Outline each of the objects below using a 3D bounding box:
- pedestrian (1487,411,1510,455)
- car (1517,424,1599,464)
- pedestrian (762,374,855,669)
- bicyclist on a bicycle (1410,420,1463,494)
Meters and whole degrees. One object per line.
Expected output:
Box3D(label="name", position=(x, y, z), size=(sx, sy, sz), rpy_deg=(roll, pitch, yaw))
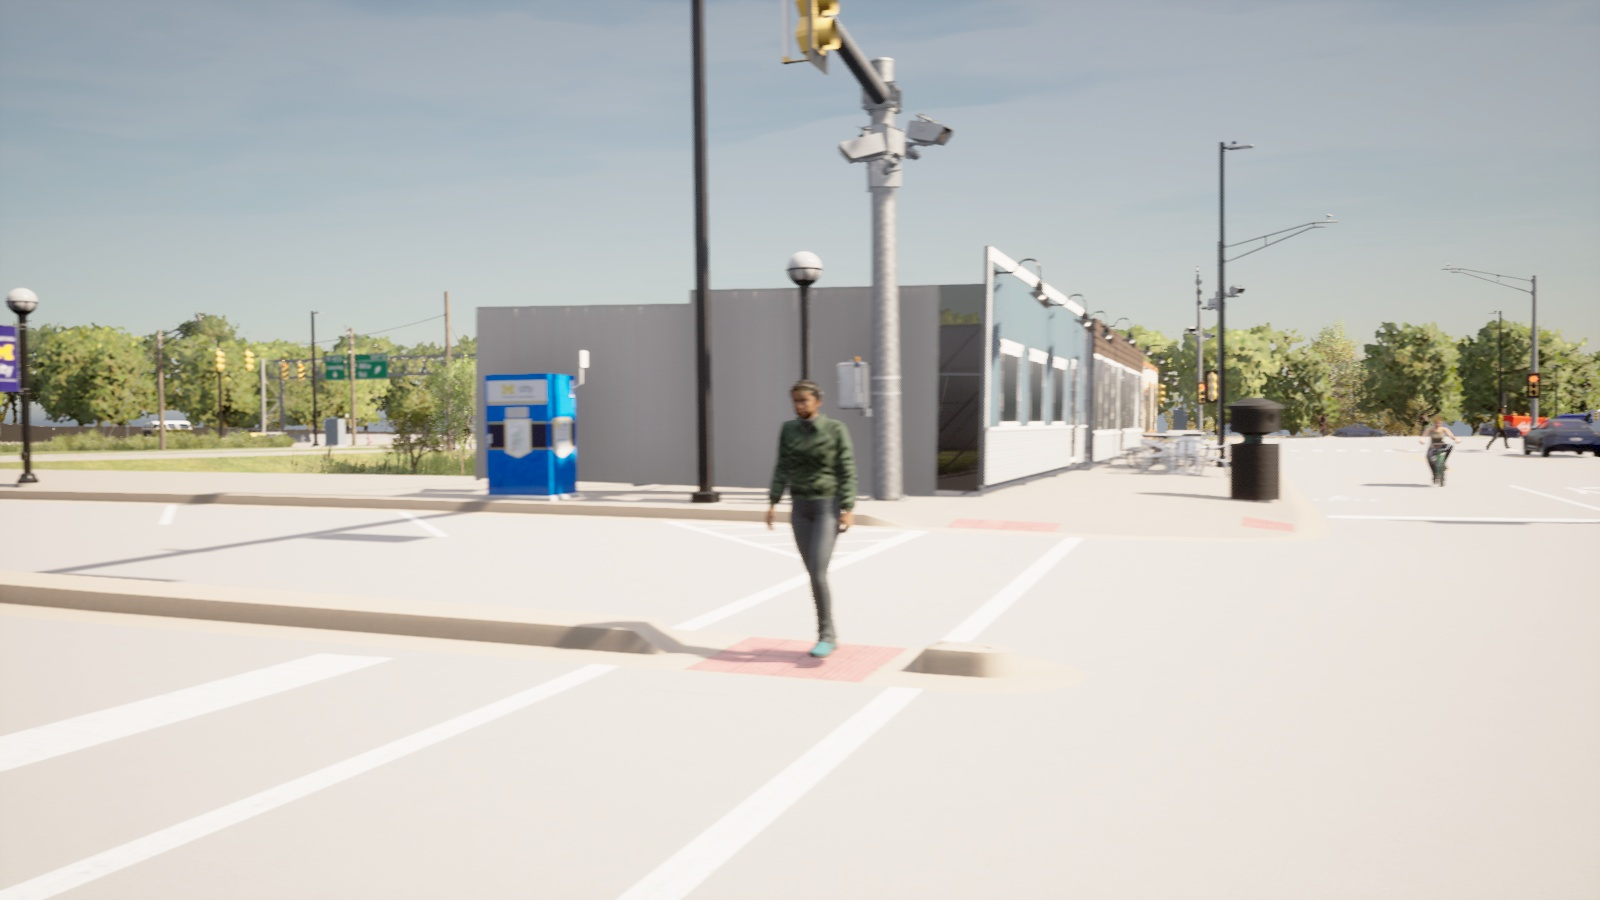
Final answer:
Box3D(label="pedestrian", position=(29.423, -0.704, 52.918), size=(0.709, 1.840, 0.431), rpy_deg=(0, 2, 3))
Box3D(label="car", position=(28.180, -0.256, 46.602), size=(1.994, 1.385, 4.181), rpy_deg=(0, 1, 19))
Box3D(label="pedestrian", position=(0.063, 0.441, 8.209), size=(0.353, 1.847, 0.614), rpy_deg=(1, 2, 27))
Box3D(label="bicyclist on a bicycle", position=(14.369, 0.132, 28.385), size=(0.866, 1.612, 1.509), rpy_deg=(0, 1, 19))
